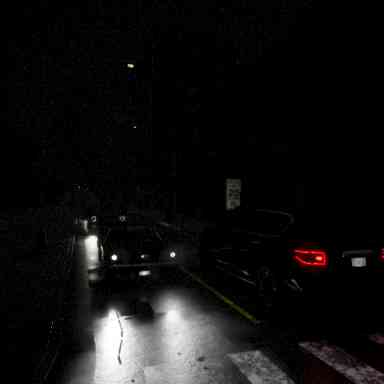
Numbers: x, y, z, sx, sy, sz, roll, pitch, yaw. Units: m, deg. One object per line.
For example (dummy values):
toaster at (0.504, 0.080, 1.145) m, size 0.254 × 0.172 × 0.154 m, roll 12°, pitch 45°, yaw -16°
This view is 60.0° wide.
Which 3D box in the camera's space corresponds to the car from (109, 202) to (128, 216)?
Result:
car at (-9.212, 2.036, 41.310) m, size 1.837 × 1.490 × 4.892 m, roll 1°, pitch -1°, yaw -19°

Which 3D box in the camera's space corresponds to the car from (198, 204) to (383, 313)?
car at (1.953, 1.302, 8.140) m, size 2.150 × 2.045 × 5.566 m, roll 1°, pitch -1°, yaw -19°

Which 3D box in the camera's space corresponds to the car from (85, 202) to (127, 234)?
car at (-5.364, 1.545, 20.623) m, size 2.097 × 1.767 × 4.553 m, roll 1°, pitch -1°, yaw -19°

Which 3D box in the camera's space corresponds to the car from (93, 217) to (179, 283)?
car at (-1.842, 1.671, 10.153) m, size 1.895 × 1.301 × 4.718 m, roll 1°, pitch -1°, yaw -18°

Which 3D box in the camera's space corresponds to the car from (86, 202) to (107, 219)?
car at (-9.938, 1.873, 34.300) m, size 1.882 × 1.535 × 5.008 m, roll 1°, pitch -1°, yaw -18°
